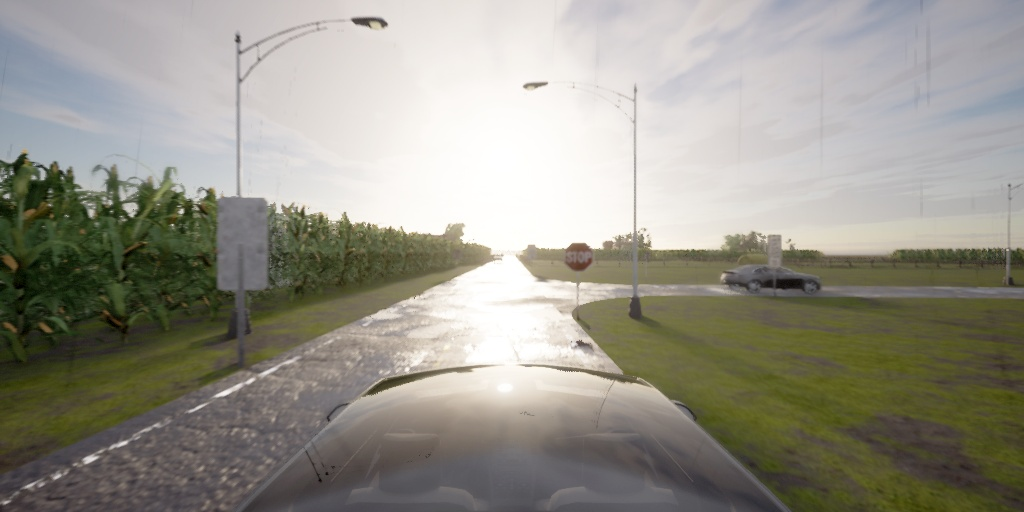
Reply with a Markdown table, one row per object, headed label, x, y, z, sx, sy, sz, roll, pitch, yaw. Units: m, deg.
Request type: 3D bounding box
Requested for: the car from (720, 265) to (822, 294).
| label | x | y | z | sx | sy | sz | roll | pitch | yaw |
| --- | --- | --- | --- | --- | --- | --- | --- | --- | --- |
| car | 14.063 | 1.225 | 19.575 | 4.902 | 1.511 | 2.128 | 0 | 0 | 1 |
